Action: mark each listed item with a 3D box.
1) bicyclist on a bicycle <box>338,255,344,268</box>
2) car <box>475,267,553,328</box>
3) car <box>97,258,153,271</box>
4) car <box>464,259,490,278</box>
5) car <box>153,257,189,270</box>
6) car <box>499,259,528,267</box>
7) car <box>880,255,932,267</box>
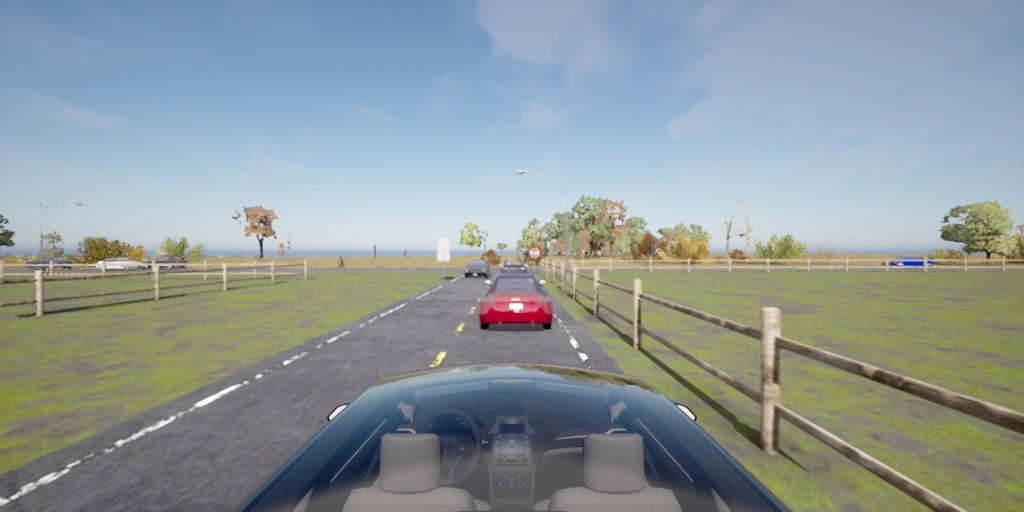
[{"bbox_3d":[-22.489,0.741,47.140,0.582,1.620,1.656,0,1,0],"label":"bicyclist on a bicycle"},{"bbox_3d":[0.103,1.207,10.912,1.994,1.385,4.181,0,0,0],"label":"car"},{"bbox_3d":[-45.020,0.946,41.411,4.674,1.442,1.812,0,1,1],"label":"car"},{"bbox_3d":[-2.750,0.979,29.598,2.033,1.411,5.357,0,1,0],"label":"car"},{"bbox_3d":[-42.748,0.873,44.204,4.902,1.511,2.128,0,1,1],"label":"car"},{"bbox_3d":[0.111,0.973,25.187,2.128,1.511,4.902,0,1,0],"label":"car"},{"bbox_3d":[47.690,0.670,43.440,5.008,1.535,1.882,0,1,1],"label":"car"}]
